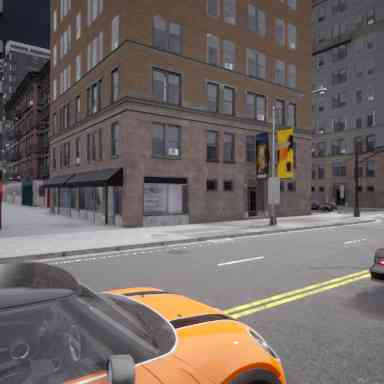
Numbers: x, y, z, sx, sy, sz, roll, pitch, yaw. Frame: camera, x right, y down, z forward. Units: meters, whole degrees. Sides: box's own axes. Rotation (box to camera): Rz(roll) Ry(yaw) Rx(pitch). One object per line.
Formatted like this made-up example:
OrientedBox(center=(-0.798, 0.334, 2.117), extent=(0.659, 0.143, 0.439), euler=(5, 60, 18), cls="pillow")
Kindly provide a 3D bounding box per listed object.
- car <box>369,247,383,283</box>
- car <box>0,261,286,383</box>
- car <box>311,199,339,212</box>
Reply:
OrientedBox(center=(6.460, 1.550, 8.246), extent=(5.357, 1.411, 2.033), euler=(0, 0, -37), cls="car")
OrientedBox(center=(-1.344, 1.352, 2.446), extent=(4.553, 1.767, 2.097), euler=(0, 0, -37), cls="car")
OrientedBox(center=(13.994, 1.536, 38.432), extent=(2.033, 1.411, 5.357), euler=(0, 0, -36), cls="car")
